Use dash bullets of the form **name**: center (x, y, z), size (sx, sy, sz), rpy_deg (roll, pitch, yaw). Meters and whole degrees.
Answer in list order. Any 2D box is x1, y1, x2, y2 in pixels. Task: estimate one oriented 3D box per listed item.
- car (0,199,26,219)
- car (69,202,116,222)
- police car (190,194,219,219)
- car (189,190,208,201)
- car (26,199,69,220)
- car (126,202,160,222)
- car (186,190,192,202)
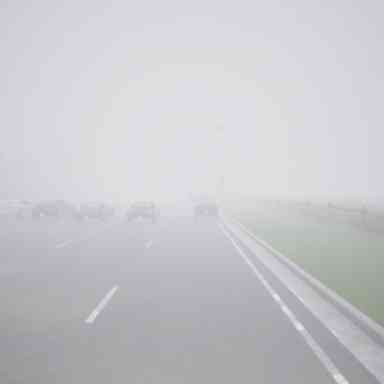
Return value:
- **car**: center (-13.903, 1.297, 26.560), size (1.812, 1.442, 4.674), rpy_deg (0, 0, 0)
- **car**: center (-6.903, 1.393, 24.070), size (1.895, 1.301, 4.718), rpy_deg (0, 0, 0)
- **police car**: center (1.047, 1.197, 26.537), size (1.930, 1.638, 5.238), rpy_deg (0, 0, 0)
- **car**: center (1.044, 0.987, 42.396), size (2.097, 1.767, 4.553), rpy_deg (0, 0, 0)
- **car**: center (-10.404, 1.286, 25.428), size (1.837, 1.490, 4.892), rpy_deg (0, 0, 0)
- **car**: center (-3.403, 1.393, 24.071), size (1.895, 1.301, 4.718), rpy_deg (0, 0, 0)
- **car**: center (-0.007, 0.968, 59.381), size (1.882, 1.535, 5.008), rpy_deg (0, 0, 0)
